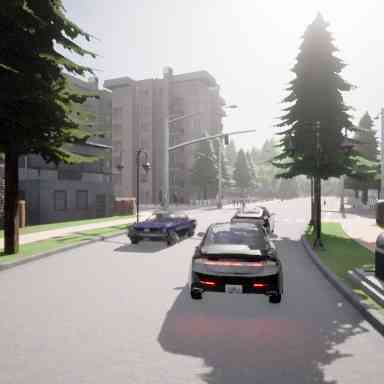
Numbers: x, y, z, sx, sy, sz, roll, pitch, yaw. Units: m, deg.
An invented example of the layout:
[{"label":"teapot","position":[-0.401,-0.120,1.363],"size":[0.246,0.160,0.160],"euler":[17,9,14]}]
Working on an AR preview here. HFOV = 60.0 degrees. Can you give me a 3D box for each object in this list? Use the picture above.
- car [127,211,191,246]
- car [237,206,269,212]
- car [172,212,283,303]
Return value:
[{"label":"car","position":[-1.212,1.601,15.456],"size":[1.895,1.301,4.718],"euler":[0,0,16]},{"label":"car","position":[3.231,1.491,17.375],"size":[2.128,1.511,4.902],"euler":[0,0,18]},{"label":"car","position":[1.105,1.492,8.268],"size":[2.128,1.511,4.902],"euler":[0,0,9]}]
